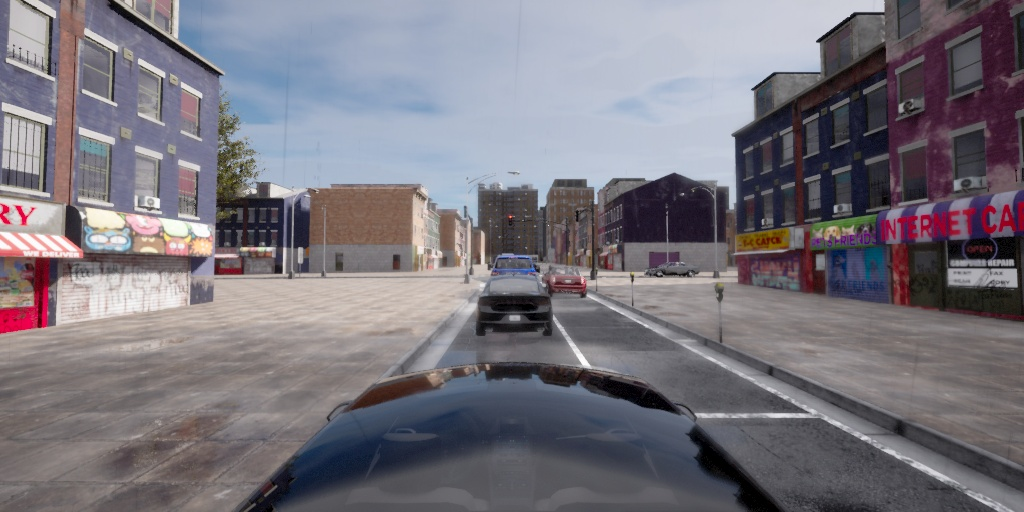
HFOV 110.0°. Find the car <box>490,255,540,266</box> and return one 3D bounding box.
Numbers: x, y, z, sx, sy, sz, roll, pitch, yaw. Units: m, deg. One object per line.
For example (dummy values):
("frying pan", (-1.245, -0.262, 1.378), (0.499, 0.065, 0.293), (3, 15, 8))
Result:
("car", (0.063, 0.992, 18.035), (2.150, 2.045, 5.566), (0, 0, 0))

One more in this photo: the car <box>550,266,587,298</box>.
("car", (2.610, 1.210, 18.724), (1.967, 1.591, 4.097), (0, 0, 0))

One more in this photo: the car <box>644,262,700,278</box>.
("car", (14.940, 1.314, 33.571), (4.902, 1.511, 2.128), (0, -2, 0))

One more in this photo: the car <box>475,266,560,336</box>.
("car", (0.033, 1.235, 10.487), (1.882, 1.535, 5.008), (0, 0, -1))
